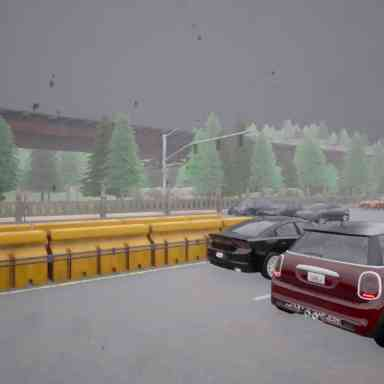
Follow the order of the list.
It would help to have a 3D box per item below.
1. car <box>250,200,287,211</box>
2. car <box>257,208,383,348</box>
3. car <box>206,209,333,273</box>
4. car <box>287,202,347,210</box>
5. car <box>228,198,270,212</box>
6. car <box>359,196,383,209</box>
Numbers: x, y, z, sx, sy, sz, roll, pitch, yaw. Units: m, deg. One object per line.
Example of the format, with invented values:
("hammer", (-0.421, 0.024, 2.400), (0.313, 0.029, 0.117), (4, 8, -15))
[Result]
("car", (7.449, 1.547, 26.496), (5.357, 1.411, 2.033), (0, 0, -35))
("car", (3.660, 1.352, 6.395), (4.553, 1.767, 2.097), (0, 0, -35))
("car", (2.738, 1.478, 10.027), (5.008, 1.535, 1.882), (0, 0, -35))
("car", (9.176, 1.505, 23.429), (4.892, 1.490, 1.837), (0, 0, -35))
("car", (5.294, 1.352, 29.258), (4.553, 1.767, 2.097), (0, 0, -35))
("car", (22.981, 1.351, 41.867), (4.553, 1.767, 2.097), (0, 0, -36))
